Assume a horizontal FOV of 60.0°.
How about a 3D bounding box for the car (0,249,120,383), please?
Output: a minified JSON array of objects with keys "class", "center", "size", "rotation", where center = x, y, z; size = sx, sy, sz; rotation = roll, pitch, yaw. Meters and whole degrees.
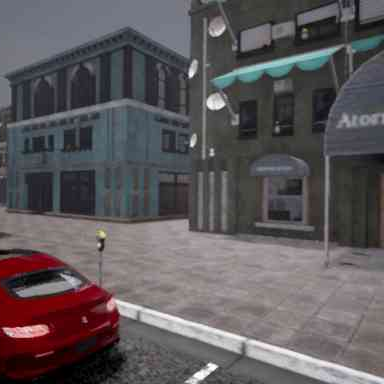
[{"class":"car","center":[-2.861,1.520,4.915],"size":[4.206,1.307,1.802],"rotation":[1,0,35]}]
